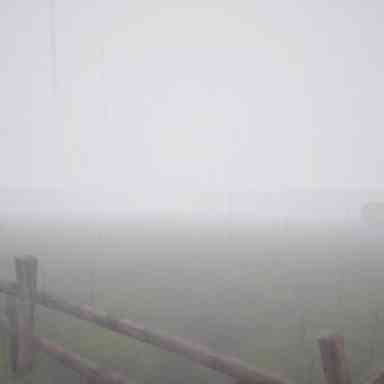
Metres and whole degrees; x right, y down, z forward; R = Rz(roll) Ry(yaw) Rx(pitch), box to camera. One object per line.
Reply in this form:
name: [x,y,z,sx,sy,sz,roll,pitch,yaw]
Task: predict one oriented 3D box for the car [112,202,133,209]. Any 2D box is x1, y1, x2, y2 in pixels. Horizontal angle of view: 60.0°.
car: [-14.431,2.791,68.493,1.895,1.301,4.718,-1,-2,36]
